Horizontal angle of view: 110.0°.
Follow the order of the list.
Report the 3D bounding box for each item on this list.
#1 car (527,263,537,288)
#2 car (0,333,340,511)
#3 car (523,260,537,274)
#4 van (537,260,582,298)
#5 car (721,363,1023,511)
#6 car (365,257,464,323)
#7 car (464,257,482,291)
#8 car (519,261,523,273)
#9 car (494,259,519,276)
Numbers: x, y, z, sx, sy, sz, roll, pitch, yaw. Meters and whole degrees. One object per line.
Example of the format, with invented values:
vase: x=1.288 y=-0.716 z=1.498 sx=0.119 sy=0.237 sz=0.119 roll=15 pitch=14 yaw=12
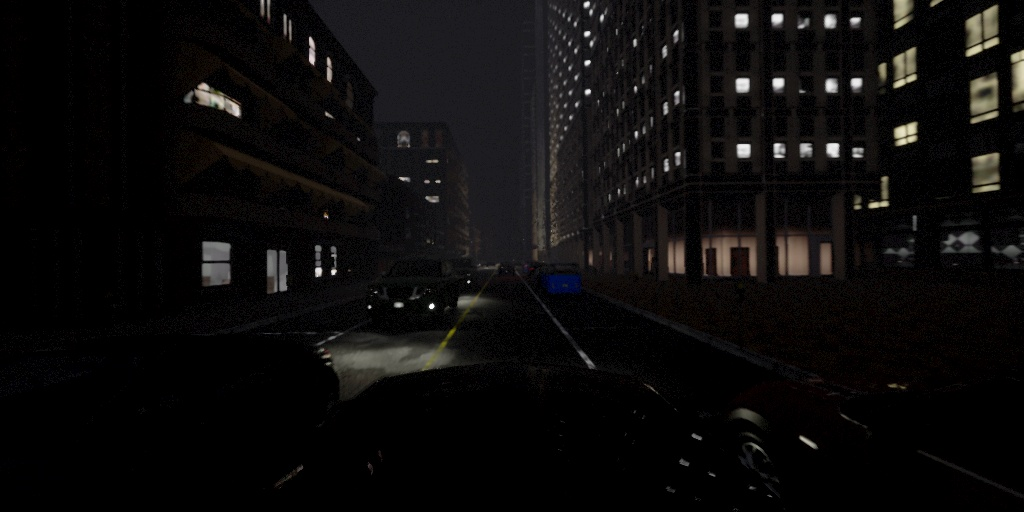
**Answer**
car: x=2.307 y=1.366 z=23.985 sx=2.007 sy=1.370 sz=4.403 roll=0 pitch=0 yaw=-1
car: x=-3.077 y=1.358 z=2.695 sx=1.994 sy=1.385 sz=4.181 roll=-1 pitch=0 yaw=-1
car: x=2.505 y=1.375 z=36.904 sx=1.837 sy=1.490 sz=4.892 roll=-1 pitch=0 yaw=-1
van: x=2.416 y=1.130 z=18.338 sx=1.690 sy=1.789 sz=3.998 roll=0 pitch=0 yaw=-1
car: x=2.743 y=1.153 z=1.396 sx=1.967 sy=1.591 sz=4.097 roll=0 pitch=0 yaw=-1
car: x=-3.284 y=1.062 z=13.066 sx=2.150 sy=2.045 sz=5.566 roll=-1 pitch=0 yaw=-1
car: x=-3.480 y=1.111 z=23.624 sx=2.150 sy=2.045 sz=5.566 roll=-1 pitch=0 yaw=-1
car: x=2.336 y=1.259 z=43.873 sx=2.097 sy=1.767 sz=4.553 roll=-1 pitch=0 yaw=-1
car: x=-0.601 y=1.418 z=40.016 sx=2.128 sy=1.511 sz=4.902 roll=-1 pitch=0 yaw=-1
